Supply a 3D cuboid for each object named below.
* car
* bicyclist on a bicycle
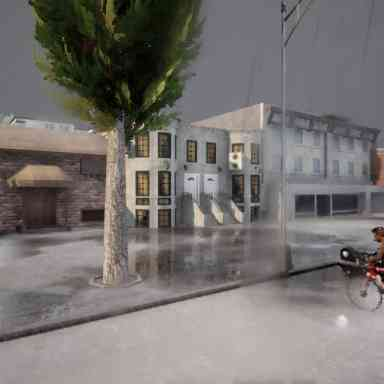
[{"bbox_3d":[5.929,1.600,8.824,4.718,1.301,1.895,0,0,-35],"label":"car"},{"bbox_3d":[3.537,1.454,5.936,0.582,1.620,1.656,0,-2,-35],"label":"bicyclist on a bicycle"}]
